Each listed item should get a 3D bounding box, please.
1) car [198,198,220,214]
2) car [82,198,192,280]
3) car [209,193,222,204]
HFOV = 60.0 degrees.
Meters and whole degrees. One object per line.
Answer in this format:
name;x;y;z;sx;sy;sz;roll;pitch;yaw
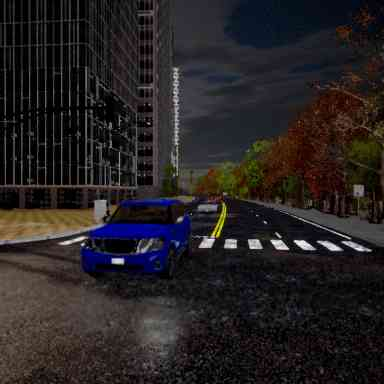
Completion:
car;1.729;1.609;35.227;1.895;1.301;4.718;0;0;6
car;-1.342;1.244;10.401;2.150;2.045;5.566;0;0;8
car;4.340;1.135;62.467;2.150;2.045;5.566;0;0;4
